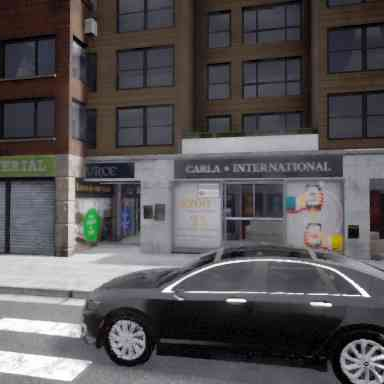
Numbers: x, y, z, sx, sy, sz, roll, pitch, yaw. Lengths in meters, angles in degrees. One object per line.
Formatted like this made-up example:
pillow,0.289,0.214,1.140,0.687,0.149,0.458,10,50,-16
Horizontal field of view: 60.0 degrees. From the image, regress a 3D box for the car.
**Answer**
car,0.790,1.566,4.915,4.892,1.490,1.837,-1,-1,13
